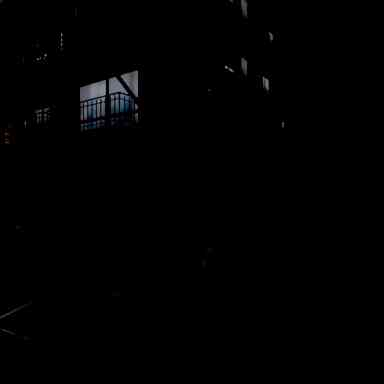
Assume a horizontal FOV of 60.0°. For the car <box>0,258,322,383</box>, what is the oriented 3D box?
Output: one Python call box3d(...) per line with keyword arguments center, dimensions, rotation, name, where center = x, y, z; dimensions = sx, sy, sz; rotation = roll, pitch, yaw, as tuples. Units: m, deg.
box3d(center=(-0.884, 1.566, 3.503), dimensions=(4.313, 1.339, 1.947), rotation=(0, 0, 35), name="car")
